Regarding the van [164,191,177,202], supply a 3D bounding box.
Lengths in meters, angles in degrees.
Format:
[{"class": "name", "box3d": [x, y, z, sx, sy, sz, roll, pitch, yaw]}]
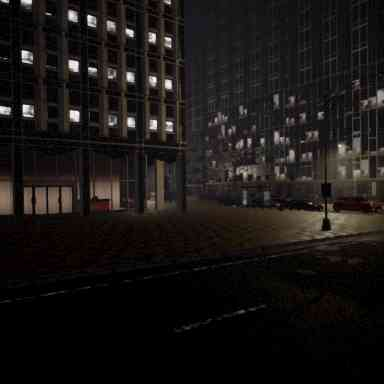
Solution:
[{"class": "van", "box3d": [-3.836, 0.936, 59.722, 1.690, 1.788, 3.998, 0, 1, -34]}]

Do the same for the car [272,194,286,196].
[{"class": "car", "box3d": [11.303, 1.116, 42.225, 2.097, 1.767, 4.553, -1, 1, -34]}]

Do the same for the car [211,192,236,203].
[{"class": "car", "box3d": [5.449, 1.175, 50.776, 1.837, 1.490, 4.892, -1, 1, -34]}]

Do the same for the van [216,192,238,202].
[{"class": "van", "box3d": [6.289, 0.854, 59.776, 1.690, 1.788, 3.998, 0, 1, -34]}]

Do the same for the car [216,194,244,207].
[{"class": "car", "box3d": [5.767, 1.318, 45.637, 1.947, 1.339, 4.313, 0, 1, -34]}]

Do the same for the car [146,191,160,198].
[{"class": "car", "box3d": [-9.791, 0.685, 83.208, 1.967, 1.590, 4.097, 0, 1, -34]}]

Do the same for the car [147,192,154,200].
[{"class": "car", "box3d": [-10.268, 1.038, 69.096, 2.008, 1.369, 4.403, 0, 1, -34]}]

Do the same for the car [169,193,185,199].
[{"class": "car", "box3d": [-3.358, 0.935, 73.838, 1.802, 1.307, 4.206, 0, 1, -34]}]

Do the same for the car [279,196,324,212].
[{"class": "car", "box3d": [12.137, 1.423, 36.221, 1.947, 1.339, 4.313, 0, 1, -34]}]

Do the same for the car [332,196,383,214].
[{"class": "car", "box3d": [16.896, 1.206, 34.073, 2.097, 1.767, 4.553, -1, 1, -35]}]

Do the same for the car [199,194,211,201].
[{"class": "car", "box3d": [3.074, 1.042, 64.465, 1.802, 1.307, 4.206, 0, 1, -34]}]

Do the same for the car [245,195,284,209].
[{"class": "car", "box3d": [8.935, 1.387, 40.919, 1.802, 1.307, 4.206, 0, 1, -34]}]
